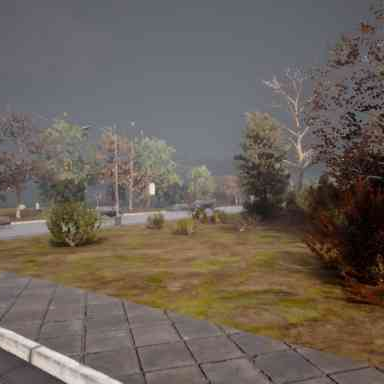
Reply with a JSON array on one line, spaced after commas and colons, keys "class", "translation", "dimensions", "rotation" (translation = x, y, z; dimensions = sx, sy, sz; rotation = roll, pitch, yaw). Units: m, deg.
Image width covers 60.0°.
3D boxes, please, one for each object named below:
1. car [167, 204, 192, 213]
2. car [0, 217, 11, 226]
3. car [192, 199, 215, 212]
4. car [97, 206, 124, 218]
[{"class": "car", "translation": [-2.455, 2.717, 56.098], "dimensions": [1.994, 1.385, 4.181], "rotation": [-3, -2, 33]}, {"class": "car", "translation": [-17.364, 2.394, 26.350], "dimensions": [2.033, 1.411, 5.357], "rotation": [-3, -2, 34]}, {"class": "car", "translation": [1.789, 2.225, 56.257], "dimensions": [2.150, 2.045, 5.566], "rotation": [-3, -2, 32]}, {"class": "car", "translation": [-9.924, 2.367, 37.781], "dimensions": [2.128, 1.511, 4.902], "rotation": [-3, -2, 32]}]
